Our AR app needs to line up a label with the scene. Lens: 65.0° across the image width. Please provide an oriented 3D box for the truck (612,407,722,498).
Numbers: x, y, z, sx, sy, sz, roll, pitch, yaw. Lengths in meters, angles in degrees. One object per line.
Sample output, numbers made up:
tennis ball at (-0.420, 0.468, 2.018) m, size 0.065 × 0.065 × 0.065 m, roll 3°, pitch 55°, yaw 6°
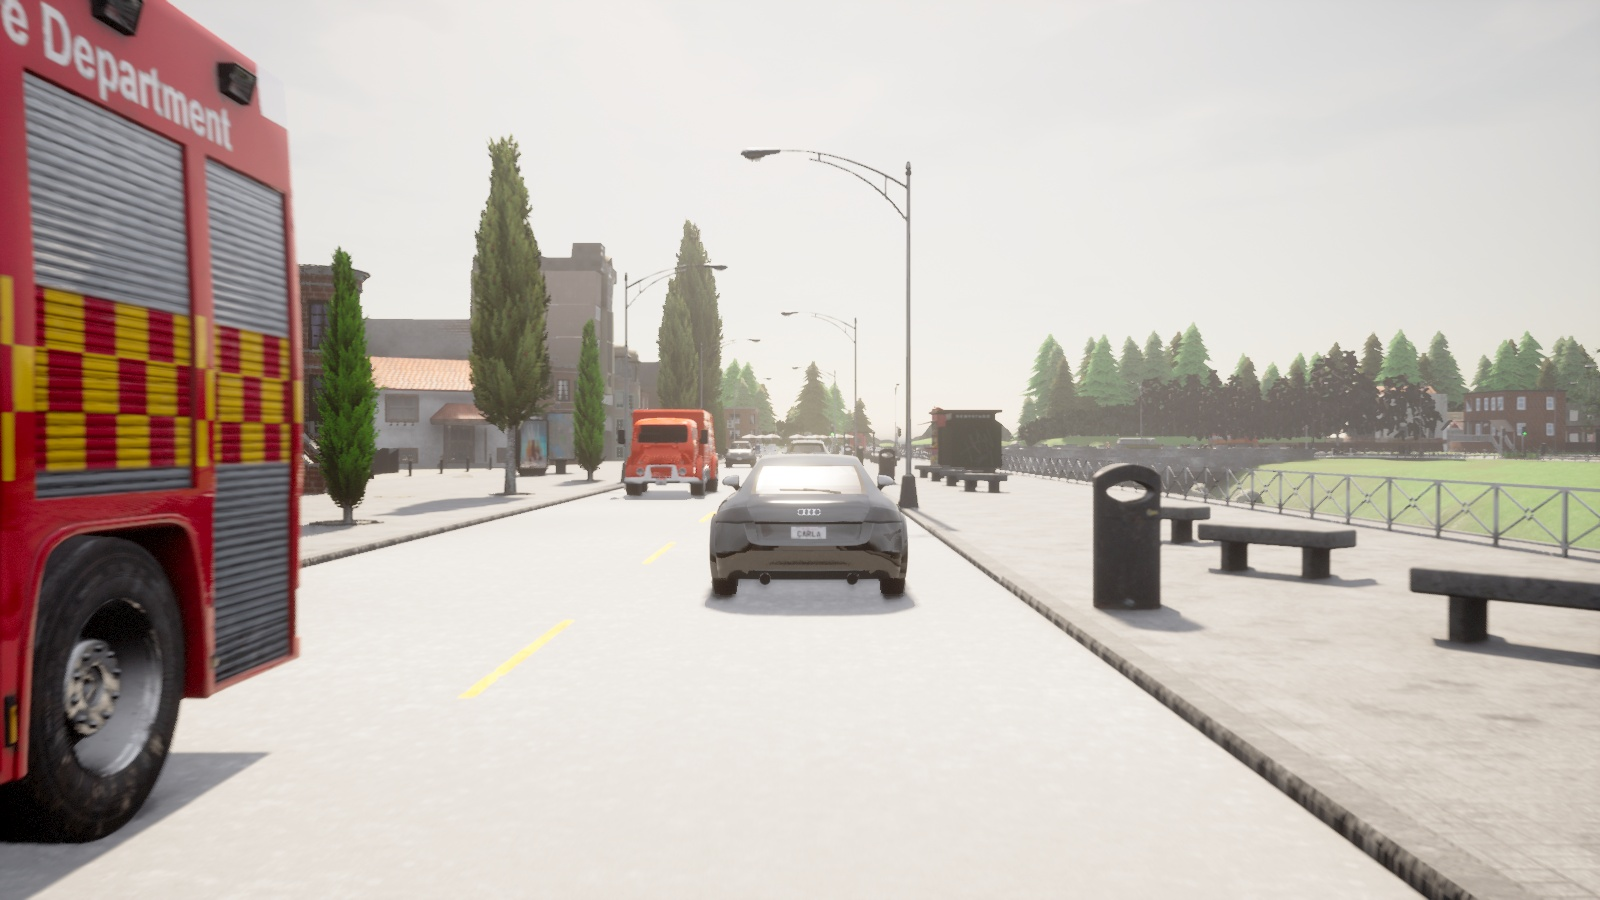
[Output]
truck at (-3.781, 0.050, 36.701) m, size 2.627 × 2.467 × 5.204 m, roll 0°, pitch 0°, yaw 0°

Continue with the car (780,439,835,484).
car at (0.282, 0.405, 48.282) m, size 2.033 × 1.649 × 4.856 m, roll 0°, pitch 0°, yaw 0°

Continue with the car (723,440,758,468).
car at (-3.565, 0.215, 75.689) m, size 1.851 × 1.617 × 3.988 m, roll 0°, pitch 0°, yaw 0°

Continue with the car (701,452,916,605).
car at (0.092, 0.733, 13.775) m, size 1.994 × 1.385 × 4.181 m, roll 0°, pitch 0°, yaw 0°

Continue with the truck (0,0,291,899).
truck at (-3.973, -0.432, 1.942) m, size 2.891 × 3.827 × 8.468 m, roll 0°, pitch 0°, yaw 0°
